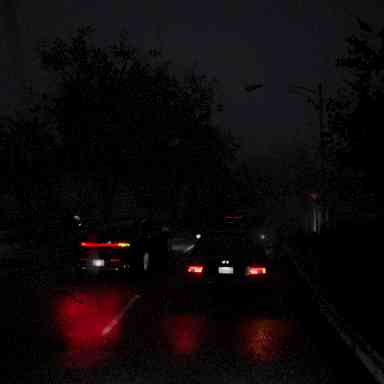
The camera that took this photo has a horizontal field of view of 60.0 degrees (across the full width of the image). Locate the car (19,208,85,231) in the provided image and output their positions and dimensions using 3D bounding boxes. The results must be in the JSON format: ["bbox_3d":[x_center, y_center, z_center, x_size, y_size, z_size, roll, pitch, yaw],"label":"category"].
[{"bbox_3d":[-9.856,1.870,24.095,4.553,1.767,2.097,0,-4,2],"label":"car"}]

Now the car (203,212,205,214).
[{"bbox_3d":[1.255,4.466,63.332,4.902,1.511,2.128,-2,-4,27],"label":"car"}]

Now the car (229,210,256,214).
[{"bbox_3d":[4.463,2.273,27.968,1.837,1.490,4.892,-3,-5,34],"label":"car"}]

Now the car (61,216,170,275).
[{"bbox_3d":[-1.943,1.537,10.618,1.837,1.490,4.892,-1,-1,9],"label":"car"}]

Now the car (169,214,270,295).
[{"bbox_3d":[0.994,1.549,8.883,2.033,1.411,5.357,-1,0,8],"label":"car"}]
